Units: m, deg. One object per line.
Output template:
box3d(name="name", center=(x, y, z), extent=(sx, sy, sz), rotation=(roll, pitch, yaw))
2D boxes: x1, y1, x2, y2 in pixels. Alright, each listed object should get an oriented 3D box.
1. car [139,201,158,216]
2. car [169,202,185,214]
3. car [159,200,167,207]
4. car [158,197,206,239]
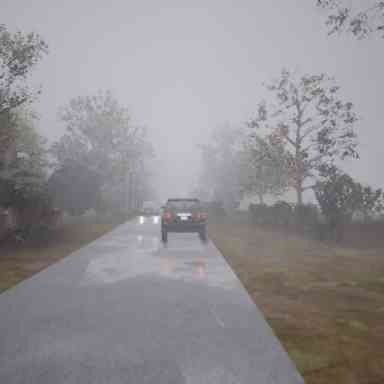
box3d(name="car", center=(-4.485, 1.781, 35.705), extent=(1.837, 1.490, 4.892), rotation=(0, -1, -3))
box3d(name="car", center=(-1.863, 1.973, 41.295), extent=(1.895, 1.301, 4.718), rotation=(0, -1, -3))
box3d(name="car", center=(-6.729, 2.694, 77.159), extent=(1.812, 1.442, 4.674), rotation=(0, -2, -3))
box3d(name="car", center=(-0.504, 1.295, 17.827), extent=(2.150, 2.045, 5.566), rotation=(0, 0, -3))
